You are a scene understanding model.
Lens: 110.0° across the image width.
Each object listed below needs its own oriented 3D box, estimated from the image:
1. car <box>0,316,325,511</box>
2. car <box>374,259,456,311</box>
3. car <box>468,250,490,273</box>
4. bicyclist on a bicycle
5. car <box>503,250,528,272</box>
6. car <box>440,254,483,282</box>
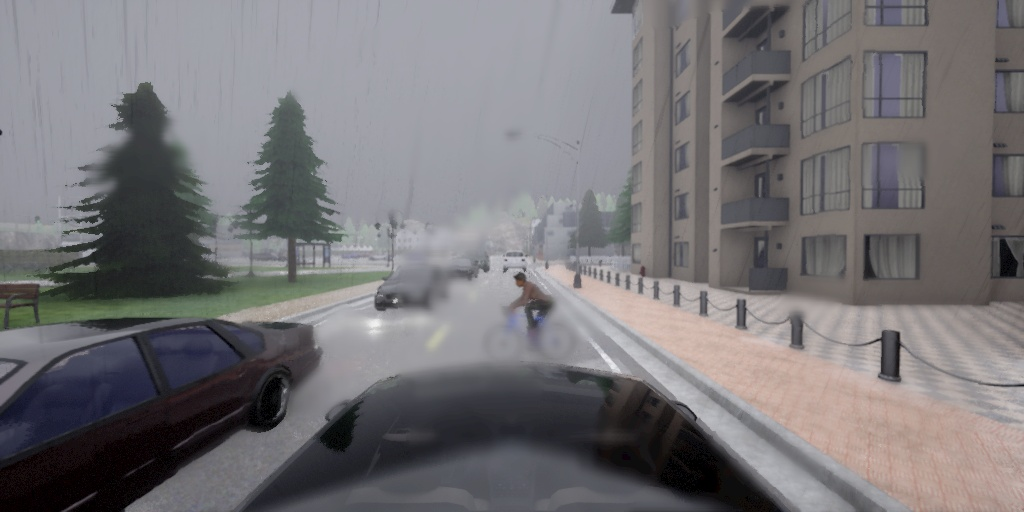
[{"bbox_3d":[-3.603,1.281,2.770,2.033,1.411,5.357,0,1,0],"label":"car"},{"bbox_3d":[-3.532,1.071,13.462,1.837,1.490,4.892,0,2,1],"label":"car"},{"bbox_3d":[-3.317,0.468,34.404,2.150,2.045,5.566,0,1,1],"label":"car"},{"bbox_3d":[0.324,1.120,6.516,1.656,1.620,0.582,-1,1,0],"label":"bicyclist on a bicycle"},{"bbox_3d":[0.336,0.466,34.841,2.150,2.045,5.566,0,1,3],"label":"car"},{"bbox_3d":[-3.364,0.877,24.538,1.882,1.535,5.008,0,1,0],"label":"car"}]
